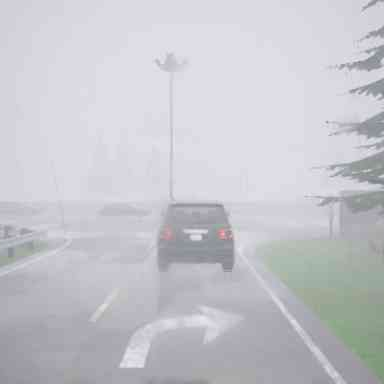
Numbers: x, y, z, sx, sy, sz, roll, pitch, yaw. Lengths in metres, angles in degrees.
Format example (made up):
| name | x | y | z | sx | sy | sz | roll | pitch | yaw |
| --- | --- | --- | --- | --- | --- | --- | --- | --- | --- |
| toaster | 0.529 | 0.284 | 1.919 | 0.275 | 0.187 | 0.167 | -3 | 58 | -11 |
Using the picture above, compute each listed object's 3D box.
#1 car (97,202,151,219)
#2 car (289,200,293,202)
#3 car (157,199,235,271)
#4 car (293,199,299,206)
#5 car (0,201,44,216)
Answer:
| name | x | y | z | sx | sy | sz | roll | pitch | yaw |
| --- | --- | --- | --- | --- | --- | --- | --- | --- | --- |
| car | -5.950 | 1.580 | 29.316 | 4.674 | 1.442 | 1.812 | 0 | 0 | 1 |
| car | 18.062 | 1.578 | 53.465 | 5.008 | 1.535 | 1.882 | 0 | 0 | 1 |
| car | 0.115 | 1.242 | 11.114 | 2.150 | 2.045 | 5.566 | 0 | 0 | 0 |
| car | 18.497 | 1.642 | 49.960 | 5.357 | 1.411 | 2.033 | 0 | 0 | 1 |
| car | -17.666 | 1.607 | 33.091 | 5.357 | 1.411 | 2.033 | 0 | 0 | 1 |
